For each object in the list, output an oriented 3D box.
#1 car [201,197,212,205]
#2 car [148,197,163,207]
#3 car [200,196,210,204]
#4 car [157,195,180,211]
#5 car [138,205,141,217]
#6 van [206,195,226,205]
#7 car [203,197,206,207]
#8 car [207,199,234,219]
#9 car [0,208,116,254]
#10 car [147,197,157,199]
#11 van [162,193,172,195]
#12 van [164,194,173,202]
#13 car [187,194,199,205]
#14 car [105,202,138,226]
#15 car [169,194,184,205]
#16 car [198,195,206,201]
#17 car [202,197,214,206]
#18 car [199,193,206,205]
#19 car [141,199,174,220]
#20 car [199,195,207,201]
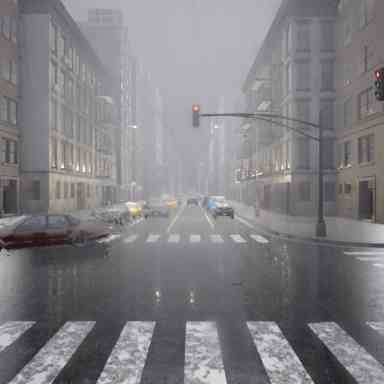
[{"bbox_3d":[2.633,1.546,61.293,2.008,1.369,4.403,0,0,0],"label":"car"},{"bbox_3d":[-5.427,1.521,50.307,1.752,1.417,4.829,0,0,0],"label":"car"},{"bbox_3d":[2.634,1.521,66.868,1.752,1.417,4.829,0,0,0],"label":"car"},{"bbox_3d":[-2.850,1.474,40.825,1.882,1.535,5.008,0,0,0],"label":"car"},{"bbox_3d":[-5.402,1.523,28.682,1.752,1.417,4.829,0,0,0],"label":"car"},{"bbox_3d":[2.632,1.338,34.261,1.690,1.788,3.998,0,0,0],"label":"van"},{"bbox_3d":[2.632,1.578,39.668,1.802,1.307,4.206,0,0,0],"label":"car"},{"bbox_3d":[2.632,1.548,28.855,2.008,1.369,4.403,0,0,0],"label":"car"},{"bbox_3d":[-6.031,1.539,13.155,5.357,1.411,2.033,0,0,-37],"label":"car"},{"bbox_3d":[-5.421,1.436,45.071,1.967,1.590,4.097,0,0,0],"label":"car"},{"bbox_3d":[-5.446,1.337,66.695,1.690,1.788,3.998,0,0,0],"label":"van"},{"bbox_3d":[-5.458,1.336,77.508,1.690,1.788,3.998,0,0,0],"label":"van"},{"bbox_3d":[0.085,1.501,57.017,1.837,1.490,4.892,0,0,0],"label":"car"},{"bbox_3d":[-5.396,1.549,23.446,2.008,1.369,4.403,0,0,0],"label":"car"},{"bbox_3d":[-2.765,1.543,58.206,2.033,1.411,5.357,0,0,0],"label":"car"},{"bbox_3d":[2.634,1.560,88.324,1.947,1.339,4.313,0,0,0],"label":"car"},{"bbox_3d":[2.633,1.562,55.886,1.947,1.339,4.313,0,0,0],"label":"car"},{"bbox_3d":[2.633,1.311,50.480,2.192,1.841,5.009,0,0,0],"label":"car"},{"bbox_3d":[-2.857,1.562,28.305,1.994,1.385,4.181,0,0,0],"label":"car"},{"bbox_3d":[2.634,1.540,82.918,1.887,1.381,4.507,0,0,0],"label":"car"}]
